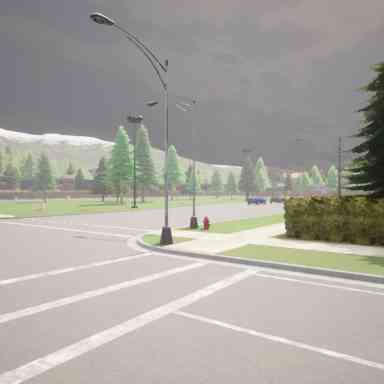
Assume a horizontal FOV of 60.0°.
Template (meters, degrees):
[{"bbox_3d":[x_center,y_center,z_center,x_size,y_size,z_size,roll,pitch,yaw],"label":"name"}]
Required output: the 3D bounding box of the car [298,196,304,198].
[{"bbox_3d":[18.756,1.478,57.136,1.882,1.535,5.008,0,0,36],"label":"car"}]

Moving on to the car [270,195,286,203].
[{"bbox_3d":[17.536,1.353,67.396,2.097,1.767,4.553,0,0,36],"label":"car"}]

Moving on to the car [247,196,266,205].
[{"bbox_3d":[11.588,1.478,59.169,1.882,1.535,5.008,0,0,36],"label":"car"}]
